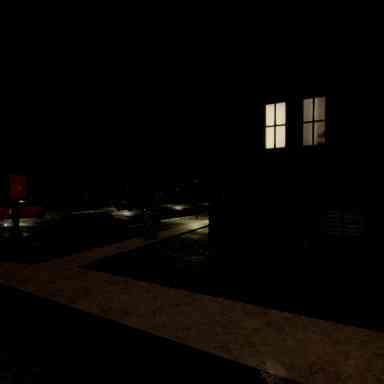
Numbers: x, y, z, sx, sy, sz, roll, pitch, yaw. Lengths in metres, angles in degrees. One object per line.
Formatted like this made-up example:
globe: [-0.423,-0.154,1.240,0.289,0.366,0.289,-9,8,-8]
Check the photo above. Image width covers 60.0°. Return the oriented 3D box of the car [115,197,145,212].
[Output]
car: [-8.859,1.749,48.091,2.150,2.045,5.566,1,-1,20]

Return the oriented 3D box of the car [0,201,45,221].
car: [-15.275,1.589,29.478,2.097,1.767,4.553,1,-1,18]
